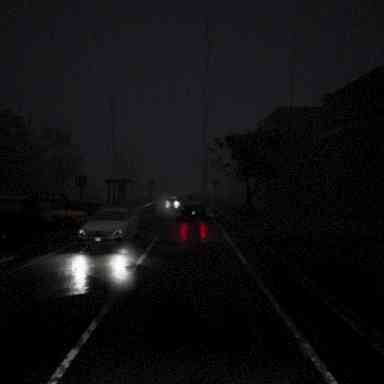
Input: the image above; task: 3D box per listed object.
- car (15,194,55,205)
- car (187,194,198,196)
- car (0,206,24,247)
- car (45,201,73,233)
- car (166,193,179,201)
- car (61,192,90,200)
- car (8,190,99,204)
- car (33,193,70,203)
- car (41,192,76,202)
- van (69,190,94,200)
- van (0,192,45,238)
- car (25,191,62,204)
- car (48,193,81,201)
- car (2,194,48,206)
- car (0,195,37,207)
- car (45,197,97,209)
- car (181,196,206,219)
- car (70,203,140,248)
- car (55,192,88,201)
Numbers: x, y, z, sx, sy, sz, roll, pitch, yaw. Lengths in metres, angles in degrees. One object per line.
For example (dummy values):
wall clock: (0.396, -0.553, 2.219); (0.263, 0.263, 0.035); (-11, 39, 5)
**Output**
car: (-22.083, 0.997, 46.817); (4.674, 1.452, 2.002); (0, 1, 0)
car: (0.111, 1.017, 41.606); (2.128, 1.511, 4.902); (0, 1, 0)
car: (-8.962, 1.395, 11.510); (5.008, 1.535, 2.097); (0, 1, 0)
car: (-8.976, 1.365, 17.116); (4.674, 1.452, 2.002); (0, 1, 0)
car: (-3.287, 0.854, 56.103); (1.895, 1.301, 4.718); (0, 1, 1)
car: (-22.133, 0.788, 63.468); (4.792, 1.488, 2.163); (0, 1, 0)
car: (-8.951, 1.004, 22.719); (5.566, 2.045, 2.435); (0, 1, 0)
car: (-22.097, 0.889, 52.368); (5.008, 1.535, 2.097); (0, 1, 0)
car: (-22.088, 0.857, 55.143); (4.892, 1.521, 2.231); (0, 1, 0)
van: (-21.989, 0.500, 66.239); (4.442, 1.987, 1.878); (0, 1, 0)
van: (-9.087, 1.134, 14.310); (4.442, 1.987, 1.878); (0, 1, 0)
car: (-22.120, 0.797, 49.590); (4.553, 1.767, 2.185); (0, 1, 0)
car: (-22.126, 0.853, 57.917); (4.792, 1.488, 2.163); (0, 1, 0)
car: (-22.077, 0.990, 44.041); (5.008, 1.535, 2.097); (0, 1, 0)
car: (-22.076, 1.065, 41.265); (4.674, 1.452, 2.002); (0, 1, 0)
car: (-8.791, 1.287, 19.919); (5.366, 1.575, 1.946); (0, 1, 0)
car: (0.107, 1.259, 25.644); (1.812, 1.442, 4.674); (0, 1, 0)
car: (-3.346, 1.390, 14.145); (1.812, 1.442, 4.674); (0, 1, 0)
car: (-21.914, 0.788, 60.691); (5.366, 1.575, 1.946); (0, 1, 0)
